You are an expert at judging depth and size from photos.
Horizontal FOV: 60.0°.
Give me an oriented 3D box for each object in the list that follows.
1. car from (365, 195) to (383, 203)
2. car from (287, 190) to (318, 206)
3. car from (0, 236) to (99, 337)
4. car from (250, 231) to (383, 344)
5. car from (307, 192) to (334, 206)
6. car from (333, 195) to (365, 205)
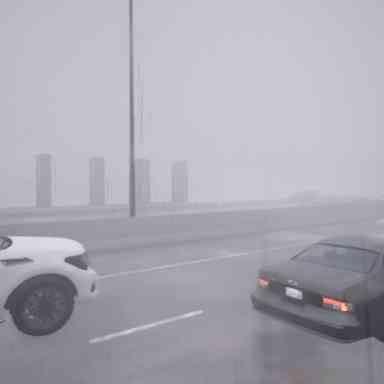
[{"bbox_3d":[22.269,1.047,37.957,5.008,1.535,1.882,-1,1,-37],"label":"car"},{"bbox_3d":[15.572,0.799,46.057,5.566,2.045,2.150,-1,0,-37],"label":"car"},{"bbox_3d":[-4.315,1.229,4.968,5.566,2.045,2.150,-1,0,-36],"label":"car"},{"bbox_3d":[3.504,1.479,6.273,5.357,1.411,2.033,-1,0,-36],"label":"car"},{"bbox_3d":[17.817,1.122,43.370,5.357,1.411,2.033,-1,0,-37],"label":"car"},{"bbox_3d":[19.963,1.120,40.606,5.357,1.411,2.033,-1,0,-37],"label":"car"}]
